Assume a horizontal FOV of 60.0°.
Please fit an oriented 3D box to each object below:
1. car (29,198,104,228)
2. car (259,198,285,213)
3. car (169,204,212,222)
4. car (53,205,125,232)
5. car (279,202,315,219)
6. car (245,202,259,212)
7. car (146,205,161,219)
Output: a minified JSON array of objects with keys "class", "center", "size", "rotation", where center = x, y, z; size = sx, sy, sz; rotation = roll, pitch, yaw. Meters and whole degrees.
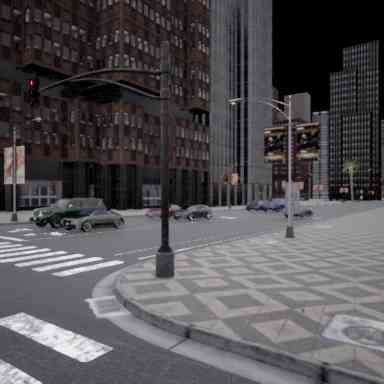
[{"class":"car","center":[-8.799,1.455,24.268],"size":[2.150,2.045,5.566],"rotation":[0,-1,35]},{"class":"car","center":[12.167,1.924,48.194],"size":[2.150,2.045,5.566],"rotation":[0,-1,36]},{"class":"car","center":[0.105,1.899,31.241],"size":[1.837,1.490,4.892],"rotation":[0,-1,35]},{"class":"car","center":[-6.475,1.793,21.921],"size":[1.994,1.385,4.181],"rotation":[0,-1,35]},{"class":"car","center":[11.651,2.104,35.980],"size":[2.033,1.411,5.357],"rotation":[0,-1,35]},{"class":"car","center":[10.036,2.256,50.800],"size":[2.033,1.411,5.357],"rotation":[0,-1,36]},{"class":"car","center":[-2.543,1.915,33.147],"size":[1.812,1.442,4.674],"rotation":[0,-1,35]}]
